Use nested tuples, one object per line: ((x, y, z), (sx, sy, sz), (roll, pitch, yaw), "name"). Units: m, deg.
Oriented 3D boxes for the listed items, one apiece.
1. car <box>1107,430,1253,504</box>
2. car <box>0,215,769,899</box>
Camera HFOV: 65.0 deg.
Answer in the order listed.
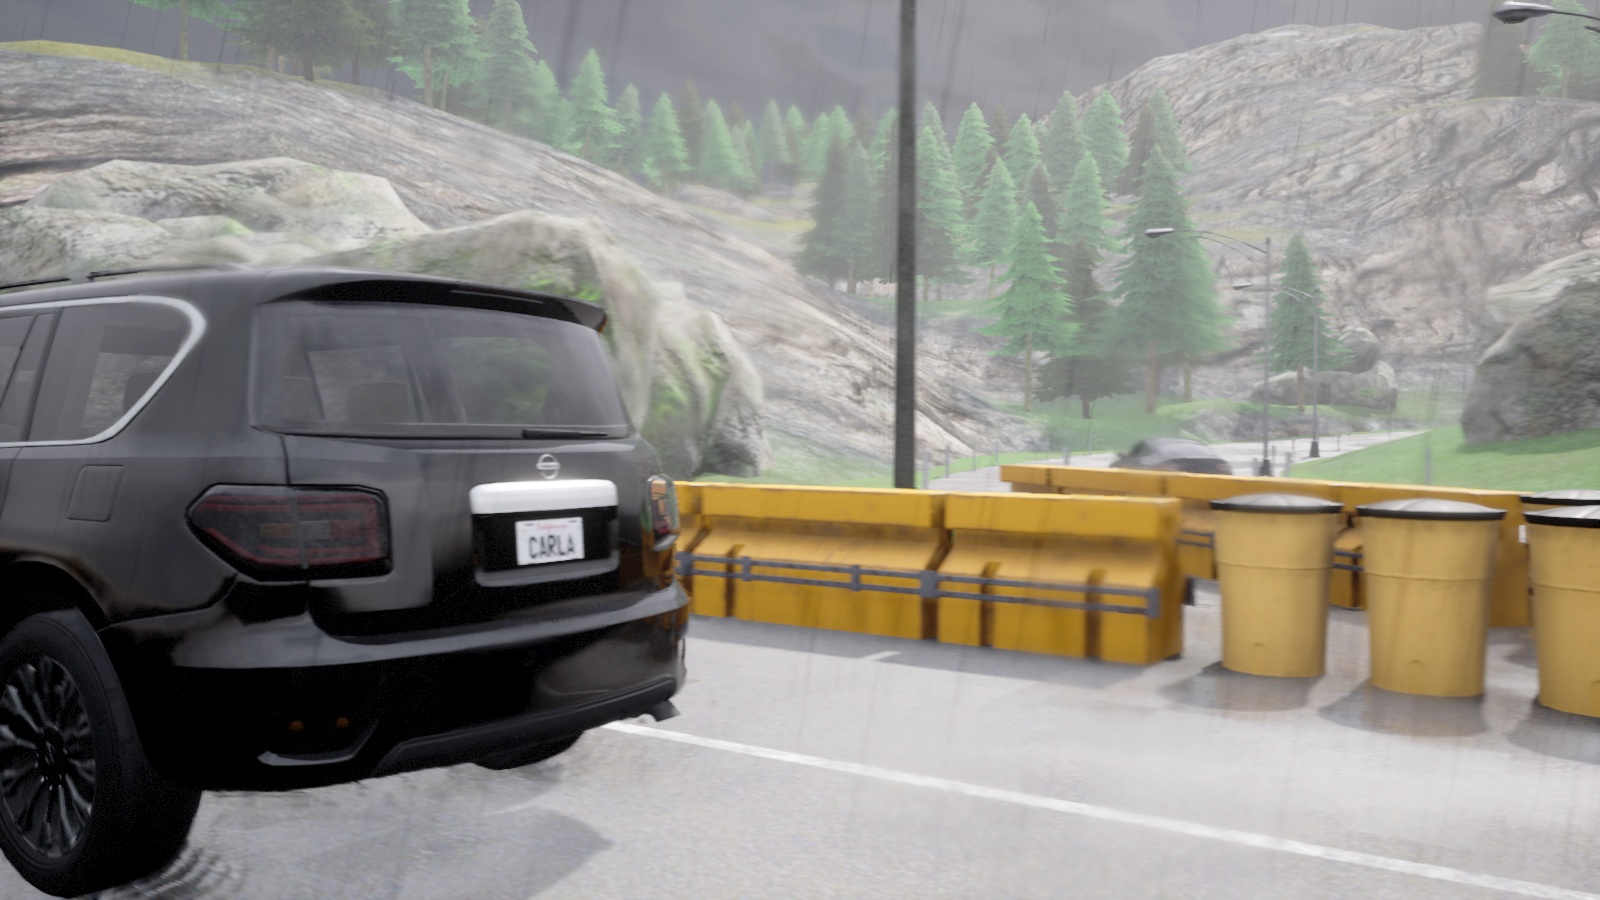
((8.186, 0.303, 27.501), (1.812, 1.442, 4.674), (-1, 1, 0), "car")
((-3.047, 0.415, 5.644), (5.566, 2.045, 2.150), (0, 1, 34), "car")
